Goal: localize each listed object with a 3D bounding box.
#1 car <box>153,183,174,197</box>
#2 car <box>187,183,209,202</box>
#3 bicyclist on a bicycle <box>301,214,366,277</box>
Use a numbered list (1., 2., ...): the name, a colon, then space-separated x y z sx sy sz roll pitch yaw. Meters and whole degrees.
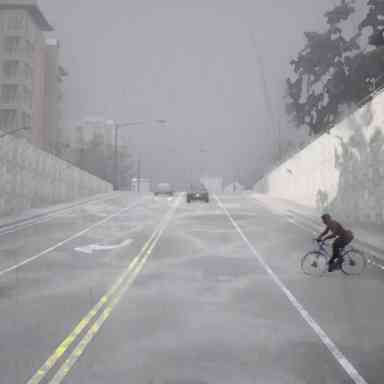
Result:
1. car: -3.059 -0.279 37.016 1.812 1.442 4.674 0 4 1
2. car: 0.520 0.135 30.883 1.994 1.385 4.181 0 3 1
3. bicyclist on a bicycle: 3.599 1.374 8.477 1.656 1.620 0.582 -2 1 1
